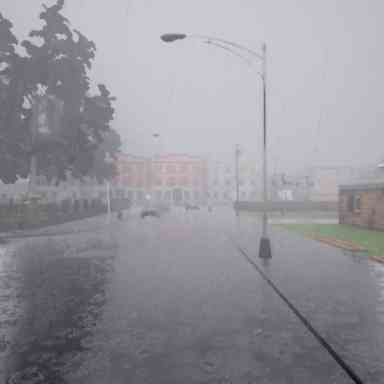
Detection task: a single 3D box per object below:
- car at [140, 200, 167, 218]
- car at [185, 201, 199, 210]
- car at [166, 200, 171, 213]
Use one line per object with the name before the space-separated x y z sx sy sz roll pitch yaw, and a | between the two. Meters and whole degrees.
car | -4.094 1.910 34.600 2.033 1.411 5.357 0 -1 0
car | -0.010 2.120 53.185 1.994 1.385 4.181 0 -1 -2
car | -4.060 1.820 44.749 2.097 1.767 4.553 0 -1 0
